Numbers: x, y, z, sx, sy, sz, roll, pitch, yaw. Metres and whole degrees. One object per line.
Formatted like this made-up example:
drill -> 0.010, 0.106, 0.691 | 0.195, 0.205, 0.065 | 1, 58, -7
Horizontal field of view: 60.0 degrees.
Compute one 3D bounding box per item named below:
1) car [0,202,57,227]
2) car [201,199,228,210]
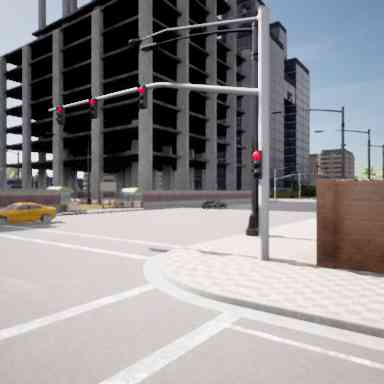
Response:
car -> -12.080, 1.510, 23.340 | 1.882, 1.535, 5.008 | 0, 0, 36
car -> 3.008, 1.580, 44.198 | 1.994, 1.385, 4.181 | 0, 0, 36
